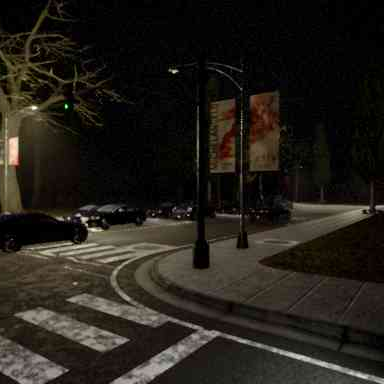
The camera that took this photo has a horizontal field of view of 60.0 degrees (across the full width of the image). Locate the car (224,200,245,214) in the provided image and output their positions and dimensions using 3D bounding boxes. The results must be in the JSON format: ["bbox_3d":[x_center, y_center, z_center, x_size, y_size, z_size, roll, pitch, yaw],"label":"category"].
[{"bbox_3d":[5.870,1.669,37.303,1.837,1.490,4.892,0,0,35],"label":"car"}]

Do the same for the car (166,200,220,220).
[{"bbox_3d":[0.215,1.462,29.277,2.097,1.767,4.553,0,0,35],"label":"car"}]

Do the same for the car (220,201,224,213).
[{"bbox_3d":[3.814,1.763,40.035,1.895,1.301,4.718,0,0,35],"label":"car"}]

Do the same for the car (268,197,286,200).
[{"bbox_3d":[12.830,1.774,47.107,1.812,1.442,4.674,0,0,36],"label":"car"}]

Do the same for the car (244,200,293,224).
[{"bbox_3d":[6.211,1.622,26.155,2.128,1.511,4.902,0,0,35],"label":"car"}]

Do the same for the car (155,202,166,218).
[{"bbox_3d":[-1.915,1.654,31.887,2.033,1.411,5.357,0,0,35],"label":"car"}]

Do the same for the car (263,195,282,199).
[{"bbox_3d":[12.713,1.485,52.509,2.150,2.045,5.566,0,-1,35],"label":"car"}]

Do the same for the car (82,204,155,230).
[{"bbox_3d":[-5.035,1.556,21.821,2.128,1.511,4.902,0,0,35],"label":"car"}]

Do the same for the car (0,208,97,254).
[{"bbox_3d":[-6.533,1.548,13.709,1.812,1.442,4.674,0,-1,35],"label":"car"}]

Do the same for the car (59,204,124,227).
[{"bbox_3d":[-7.246,1.624,24.341,1.994,1.385,4.181,0,0,36],"label":"car"}]
